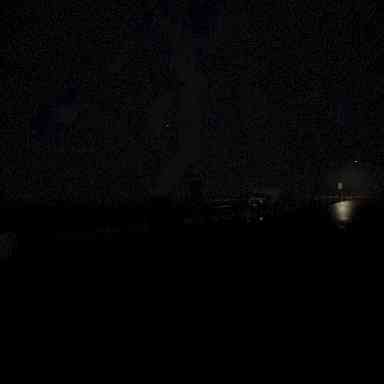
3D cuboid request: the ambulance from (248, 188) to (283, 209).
[{"bbox_3d":[9.130,0.806,41.421,2.351,2.431,6.366,2,2,35],"label":"ambulance"}]
